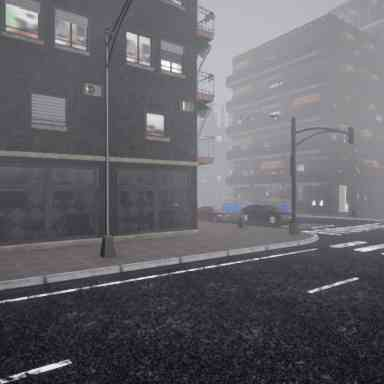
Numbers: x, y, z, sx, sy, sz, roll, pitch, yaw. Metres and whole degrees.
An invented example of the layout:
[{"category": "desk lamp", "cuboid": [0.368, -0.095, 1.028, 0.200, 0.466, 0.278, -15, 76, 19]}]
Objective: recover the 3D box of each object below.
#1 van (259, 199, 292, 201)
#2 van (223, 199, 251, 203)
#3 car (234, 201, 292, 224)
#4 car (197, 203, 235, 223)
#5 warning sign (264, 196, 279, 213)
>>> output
[{"category": "van", "cuboid": [8.372, 1.602, 33.588, 1.690, 1.788, 3.998, -1, 0, -37]}, {"category": "van", "cuboid": [5.038, 1.676, 38.090, 1.690, 1.788, 3.998, -1, 0, -37]}, {"category": "car", "cuboid": [6.015, 1.736, 27.078, 1.837, 1.490, 4.892, 0, 0, -35]}, {"category": "car", "cuboid": [1.653, 1.874, 28.643, 1.802, 1.307, 4.206, -1, 0, -37]}, {"category": "warning sign", "cuboid": [8.849, 1.400, 36.979, 1.300, 1.860, 1.060, 1, 0, -37]}]
